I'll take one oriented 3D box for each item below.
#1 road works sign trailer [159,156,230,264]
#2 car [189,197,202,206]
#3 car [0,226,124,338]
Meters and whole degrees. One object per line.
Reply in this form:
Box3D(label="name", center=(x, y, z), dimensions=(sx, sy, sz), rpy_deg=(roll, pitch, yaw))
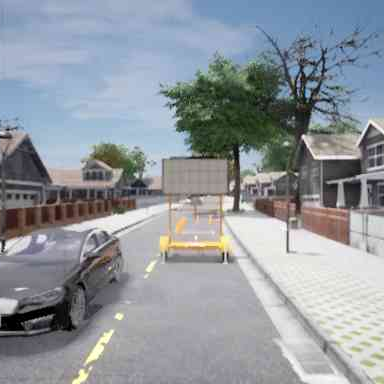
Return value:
Box3D(label="road works sign trailer", center=(0.123, 0.516, 12.002), dimensions=(2.380, 3.560, 2.880), rpy_deg=(0, 0, 2))
Box3D(label="car", center=(0.616, 1.597, 58.383), dimensions=(1.837, 1.490, 4.892), rpy_deg=(0, 0, 6))
Box3D(label="car", center=(-2.764, 1.526, 7.029), dimensions=(2.128, 1.511, 4.902), rpy_deg=(0, 0, 1))
